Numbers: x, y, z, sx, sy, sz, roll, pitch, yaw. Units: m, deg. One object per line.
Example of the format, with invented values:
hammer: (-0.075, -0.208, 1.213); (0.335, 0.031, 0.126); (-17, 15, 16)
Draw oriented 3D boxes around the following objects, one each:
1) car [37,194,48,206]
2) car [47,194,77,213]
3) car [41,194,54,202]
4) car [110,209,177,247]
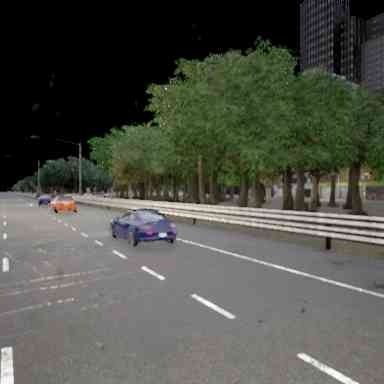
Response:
car: (-22.703, 1.328, 51.338); (1.882, 1.535, 5.008); (0, 0, -28)
car: (-13.577, 1.237, 34.958); (2.097, 1.767, 4.553); (0, 0, -29)
car: (-30.230, 1.274, 69.567); (1.837, 1.490, 4.892); (0, 0, -15)
car: (-2.256, 1.483, 14.785); (1.812, 1.442, 4.674); (0, 0, -29)
